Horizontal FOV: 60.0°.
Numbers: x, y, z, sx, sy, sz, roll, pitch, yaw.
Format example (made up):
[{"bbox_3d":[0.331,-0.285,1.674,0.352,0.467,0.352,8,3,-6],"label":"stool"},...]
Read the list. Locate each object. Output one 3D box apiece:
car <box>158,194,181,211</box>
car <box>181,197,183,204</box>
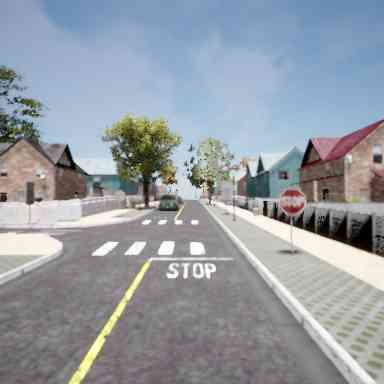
[{"bbox_3d":[-2.745,1.306,39.860,2.150,2.045,5.566,0,1,0],"label":"car"},{"bbox_3d":[-2.743,1.594,65.002,1.837,1.490,4.892,0,0,0],"label":"car"}]
